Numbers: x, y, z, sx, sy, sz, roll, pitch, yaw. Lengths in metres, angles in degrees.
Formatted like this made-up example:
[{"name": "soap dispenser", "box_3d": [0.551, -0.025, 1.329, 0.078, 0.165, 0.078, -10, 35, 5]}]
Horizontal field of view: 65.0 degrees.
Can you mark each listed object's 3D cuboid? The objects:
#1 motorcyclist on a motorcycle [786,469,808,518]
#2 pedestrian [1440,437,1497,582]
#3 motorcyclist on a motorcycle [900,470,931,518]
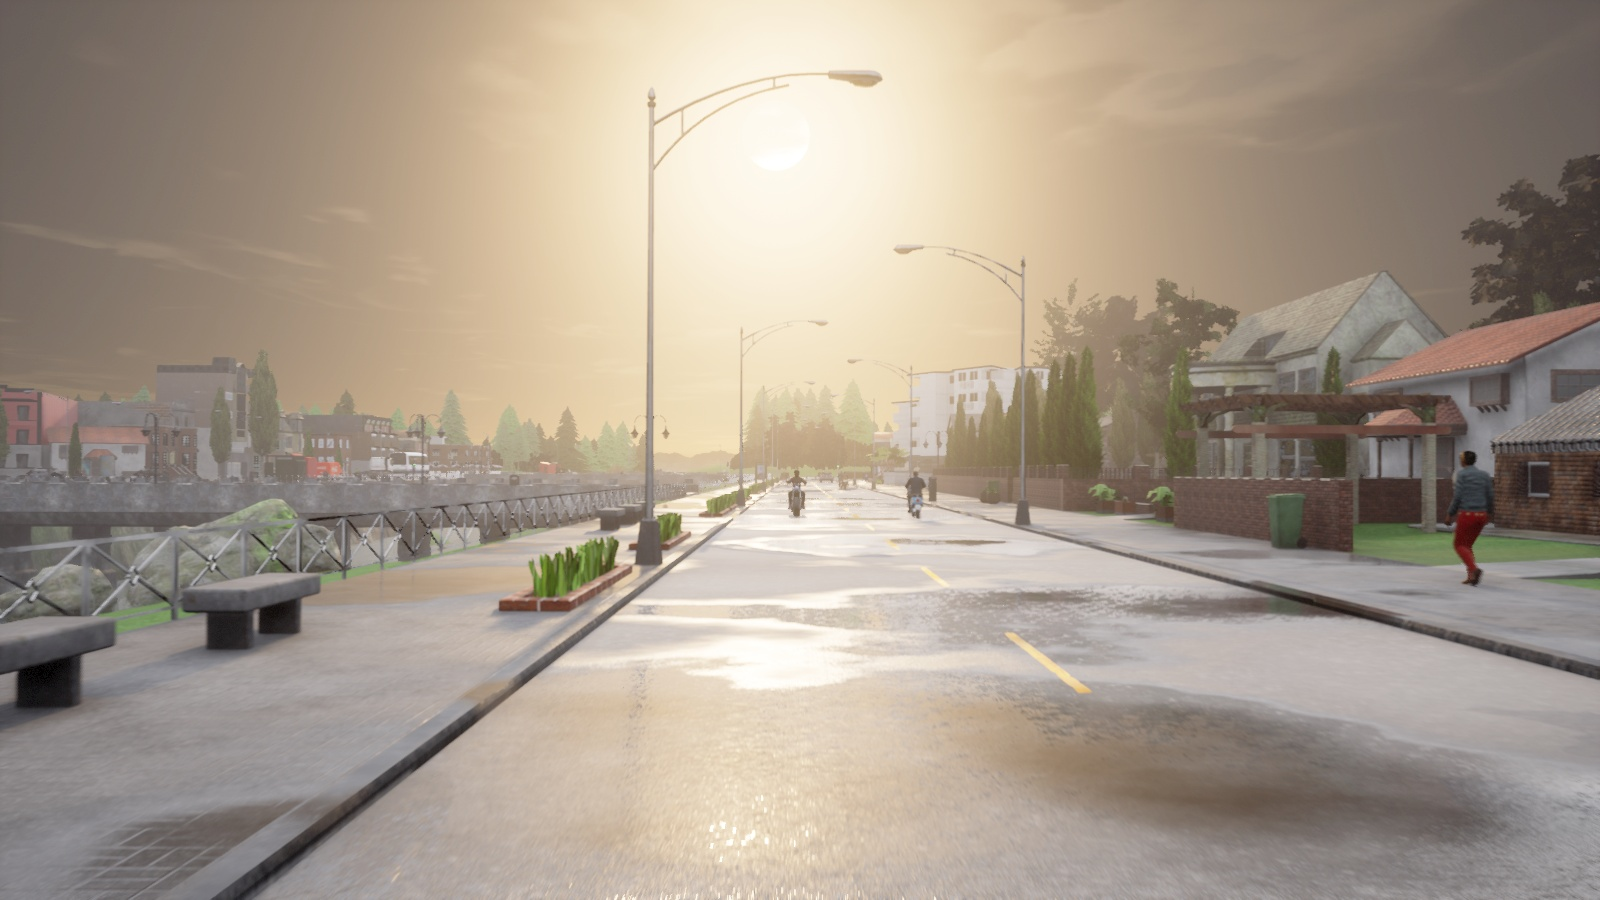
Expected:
[{"name": "motorcyclist on a motorcycle", "box_3d": [-0.103, 1.494, 43.549, 0.766, 1.649, 2.350, 0, -1, 0]}, {"name": "pedestrian", "box_3d": [8.691, 0.763, 16.347, 0.353, 1.847, 0.614, 0, -1, -6]}, {"name": "motorcyclist on a motorcycle", "box_3d": [3.901, 1.463, 42.417, 0.866, 1.590, 1.817, 0, -1, 0]}]
